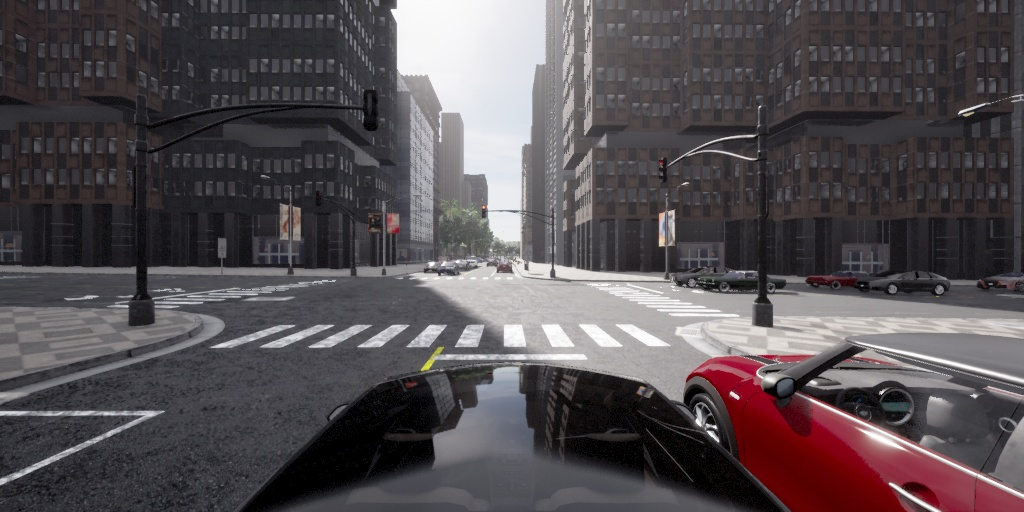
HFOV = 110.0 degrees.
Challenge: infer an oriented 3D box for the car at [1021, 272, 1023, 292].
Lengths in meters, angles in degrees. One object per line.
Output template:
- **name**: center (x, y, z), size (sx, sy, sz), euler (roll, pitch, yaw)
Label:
- **car**: center (36.386, 1.849, 22.628), size (5.357, 1.411, 2.033), euler (1, 0, -1)

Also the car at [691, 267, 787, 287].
- **car**: center (14.161, 1.580, 22.352), size (4.718, 1.301, 1.895), euler (1, 0, -3)

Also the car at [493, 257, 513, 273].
- **car**: center (-0.904, 1.197, 43.539), size (1.967, 1.591, 4.097), euler (0, 0, -1)

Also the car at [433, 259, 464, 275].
- **car**: center (-6.684, 1.294, 38.334), size (2.033, 1.411, 5.357), euler (0, 0, -1)

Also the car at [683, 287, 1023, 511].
- **car**: center (2.761, 1.190, 2.173), size (1.967, 1.591, 4.097), euler (0, 0, 0)

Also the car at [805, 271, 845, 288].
- **car**: center (23.940, 1.718, 25.714), size (4.718, 1.301, 1.895), euler (1, 0, -1)

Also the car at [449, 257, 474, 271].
- **car**: center (-6.831, 1.261, 48.601), size (2.128, 1.511, 4.902), euler (0, 0, -1)

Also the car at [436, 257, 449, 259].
- **car**: center (-9.502, 1.084, 48.851), size (2.192, 1.841, 5.009), euler (0, 0, -1)

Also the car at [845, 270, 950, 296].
- **car**: center (24.361, 1.632, 22.483), size (4.892, 1.490, 1.837), euler (1, 0, -1)

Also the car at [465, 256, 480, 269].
- **car**: center (-6.961, 1.015, 59.232), size (2.150, 2.045, 5.566), euler (0, 0, 0)

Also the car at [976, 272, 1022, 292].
- **car**: center (36.528, 1.865, 25.872), size (4.181, 1.385, 1.994), euler (1, 0, 0)

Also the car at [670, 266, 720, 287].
- **car**: center (13.854, 1.476, 25.598), size (4.892, 1.490, 1.837), euler (1, 0, -1)

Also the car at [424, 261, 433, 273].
- **car**: center (-9.428, 1.324, 43.426), size (1.948, 1.339, 4.313), euler (0, 0, -1)
